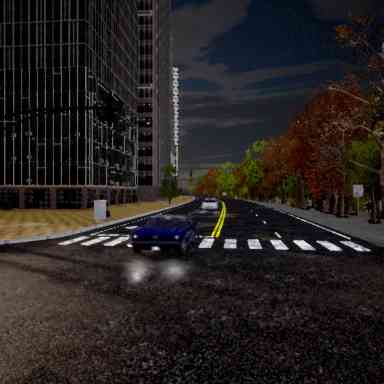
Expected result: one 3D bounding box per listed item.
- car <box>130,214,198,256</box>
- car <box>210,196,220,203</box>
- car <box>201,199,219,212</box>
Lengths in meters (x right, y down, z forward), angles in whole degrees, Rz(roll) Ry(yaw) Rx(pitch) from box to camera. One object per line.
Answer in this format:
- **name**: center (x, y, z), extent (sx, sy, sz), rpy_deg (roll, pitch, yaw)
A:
- **car**: center (-0.950, 1.604, 13.434), extent (1.895, 1.301, 4.718), rpy_deg (0, 0, 8)
- **car**: center (4.543, 1.443, 66.059), extent (1.895, 1.301, 4.718), rpy_deg (0, 0, 4)
- **car**: center (2.187, 1.544, 39.978), extent (1.812, 1.442, 4.674), rpy_deg (0, 0, 6)
